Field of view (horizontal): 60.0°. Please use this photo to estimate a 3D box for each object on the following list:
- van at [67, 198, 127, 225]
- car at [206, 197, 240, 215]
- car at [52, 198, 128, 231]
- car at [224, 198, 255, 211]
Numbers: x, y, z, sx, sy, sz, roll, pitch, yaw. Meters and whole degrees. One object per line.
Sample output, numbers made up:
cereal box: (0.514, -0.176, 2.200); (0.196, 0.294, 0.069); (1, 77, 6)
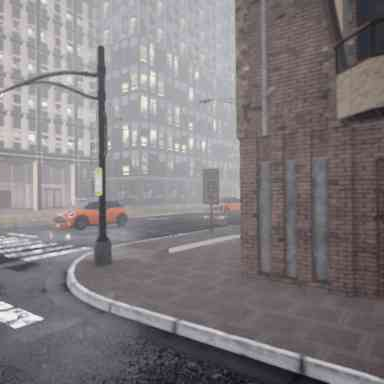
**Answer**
van: (-6.760, 1.327, 24.023); (1.690, 1.788, 3.998); (-1, -1, 36)
car: (3.289, 1.331, 33.589); (2.097, 1.767, 4.553); (-1, -1, 36)
car: (-6.187, 1.301, 20.426); (2.097, 1.767, 4.553); (-1, -1, 37)
car: (6.076, 1.556, 41.931); (1.752, 1.417, 4.829); (-1, -1, 36)
